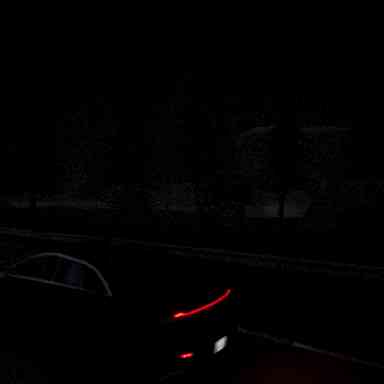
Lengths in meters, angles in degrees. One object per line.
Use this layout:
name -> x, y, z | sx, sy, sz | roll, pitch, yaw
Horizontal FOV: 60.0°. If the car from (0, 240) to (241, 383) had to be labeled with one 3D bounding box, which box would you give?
car -> -1.652, 1.521, 5.170 | 4.902, 1.511, 2.128 | 0, 0, 36
